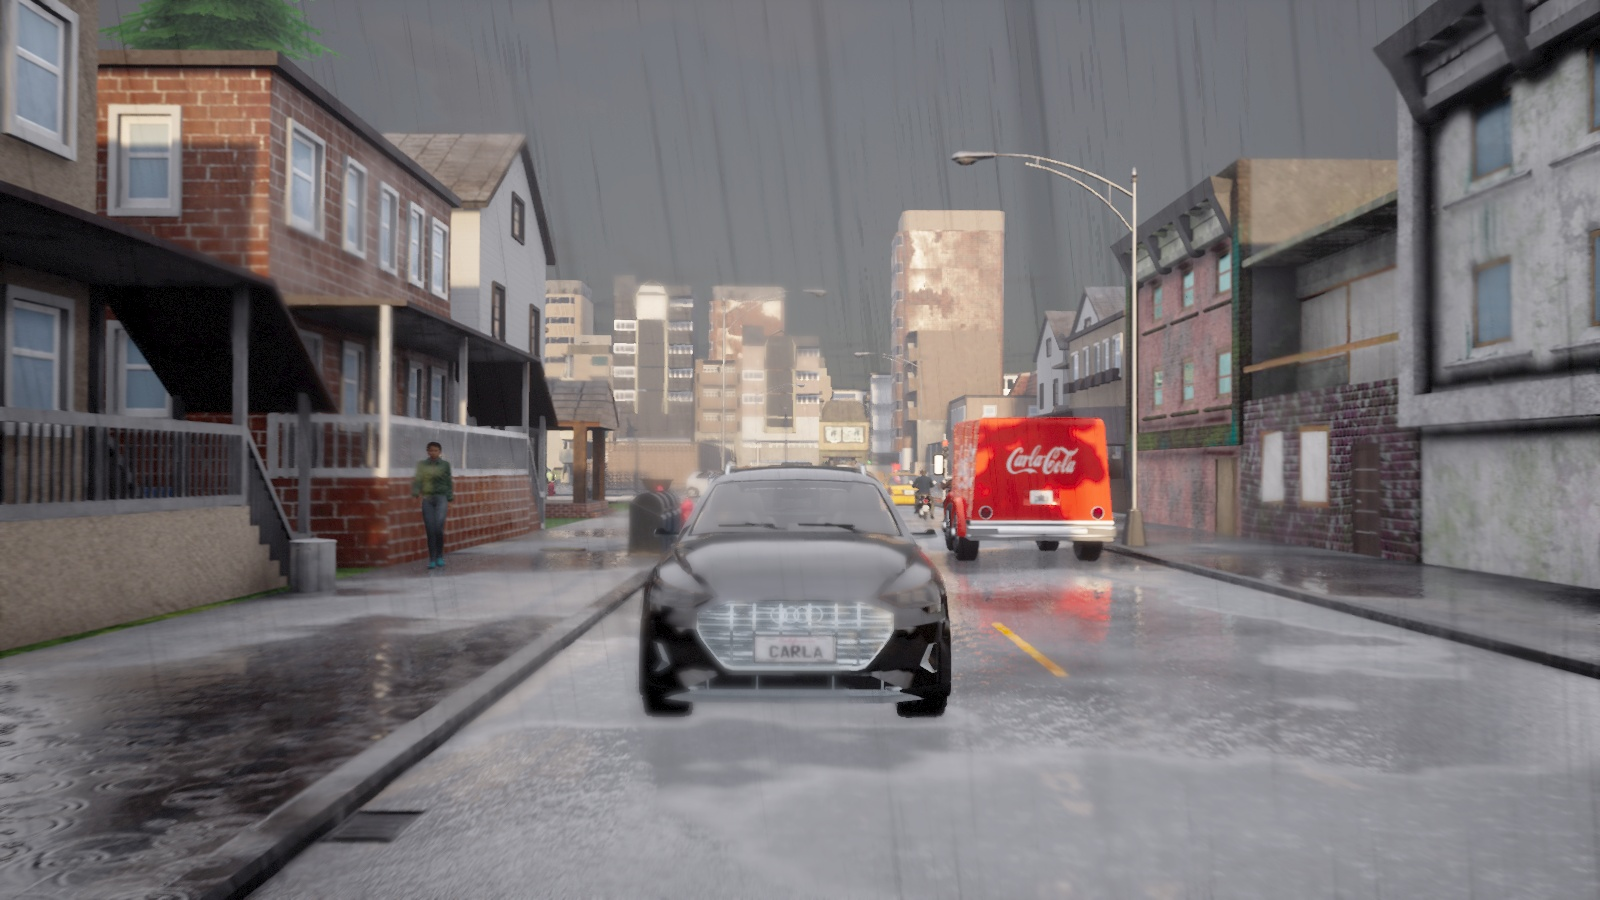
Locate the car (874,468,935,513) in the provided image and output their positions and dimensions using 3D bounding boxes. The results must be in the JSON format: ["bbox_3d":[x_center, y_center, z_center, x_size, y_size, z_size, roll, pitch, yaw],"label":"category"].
[{"bbox_3d":[3.888,1.486,47.496,1.801,1.575,5.366,0,-1,-1],"label":"car"}]

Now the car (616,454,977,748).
[{"bbox_3d":[-0.025,0.894,9.520,2.033,1.649,4.856,0,-1,0],"label":"car"}]

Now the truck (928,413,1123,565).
[{"bbox_3d":[3.939,0.674,23.061,2.627,2.467,5.204,0,-1,0],"label":"truck"}]

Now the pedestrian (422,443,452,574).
[{"bbox_3d":[-5.209,0.828,18.053,0.353,1.847,0.614,0,-1,-10],"label":"pedestrian"}]

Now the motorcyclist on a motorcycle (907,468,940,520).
[{"bbox_3d":[3.899,1.377,39.696,0.866,1.590,1.817,0,-1,0],"label":"motorcyclist on a motorcycle"}]

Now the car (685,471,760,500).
[{"bbox_3d":[-4.089,1.888,66.201,3.633,1.501,1.845,0,-1,9],"label":"car"}]
